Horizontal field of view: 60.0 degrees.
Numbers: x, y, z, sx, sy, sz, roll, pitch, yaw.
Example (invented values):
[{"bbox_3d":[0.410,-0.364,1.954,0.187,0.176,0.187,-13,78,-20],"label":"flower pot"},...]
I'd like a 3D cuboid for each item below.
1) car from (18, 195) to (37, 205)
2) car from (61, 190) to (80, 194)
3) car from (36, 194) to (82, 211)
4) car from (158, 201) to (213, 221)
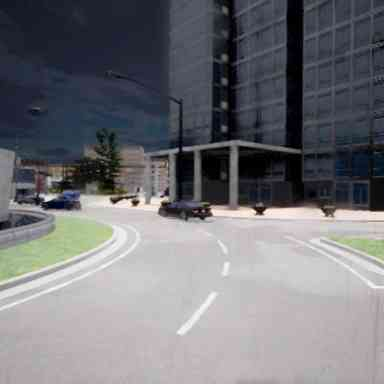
[{"bbox_3d":[-22.257,1.095,46.481,1.994,1.385,4.181,0,0,9],"label":"car"},{"bbox_3d":[-21.216,0.683,57.930,2.150,2.045,5.566,0,0,0],"label":"car"},{"bbox_3d":[-13.714,1.231,34.985,4.181,1.385,1.994,1,0,19],"label":"car"},{"bbox_3d":[-0.619,1.370,25.291,2.033,1.411,5.357,0,0,-34],"label":"car"}]
